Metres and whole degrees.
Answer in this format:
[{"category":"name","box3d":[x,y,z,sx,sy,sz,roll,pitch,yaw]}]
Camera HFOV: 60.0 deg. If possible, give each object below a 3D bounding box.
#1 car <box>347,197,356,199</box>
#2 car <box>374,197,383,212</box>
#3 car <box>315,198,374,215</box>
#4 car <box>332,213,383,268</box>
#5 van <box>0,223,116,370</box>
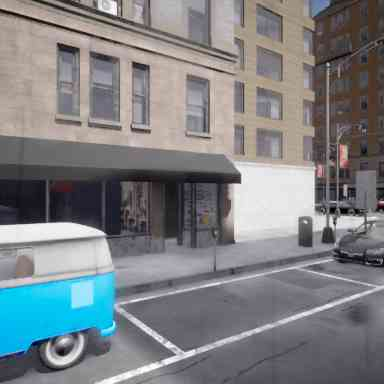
[{"category":"car","box3d":[19.232,1.394,40.413,2.128,1.511,4.902,0,0,-36]},{"category":"car","box3d":[19.969,1.281,33.827,2.097,1.767,4.553,0,0,-36]},{"category":"car","box3d":[13.798,1.524,30.922,1.895,1.301,4.718,0,0,-35]},{"category":"car","box3d":[6.262,1.551,10.655,4.403,1.369,2.008,0,0,-35]},{"category":"van","box3d":[-2.957,1.341,4.081,3.998,1.788,1.690,0,0,-35]}]
